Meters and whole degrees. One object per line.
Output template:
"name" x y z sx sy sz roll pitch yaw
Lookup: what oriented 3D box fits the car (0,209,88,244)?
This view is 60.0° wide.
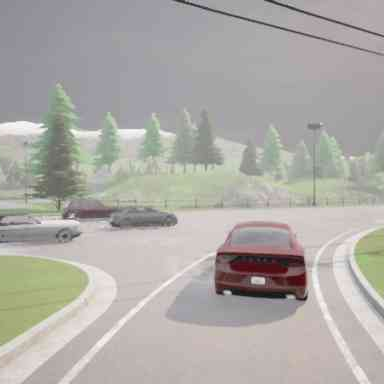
"car" -7.248 1.586 14.432 4.718 1.301 1.895 0 0 -28

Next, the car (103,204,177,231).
"car" -3.026 1.544 20.608 4.181 1.385 1.994 0 0 -28

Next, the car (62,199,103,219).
"car" -7.810 1.326 26.002 4.553 1.767 2.097 0 0 -28

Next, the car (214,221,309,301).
"car" 1.798 1.469 8.488 1.882 1.535 5.008 0 0 14
